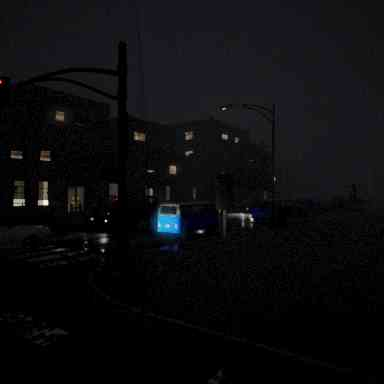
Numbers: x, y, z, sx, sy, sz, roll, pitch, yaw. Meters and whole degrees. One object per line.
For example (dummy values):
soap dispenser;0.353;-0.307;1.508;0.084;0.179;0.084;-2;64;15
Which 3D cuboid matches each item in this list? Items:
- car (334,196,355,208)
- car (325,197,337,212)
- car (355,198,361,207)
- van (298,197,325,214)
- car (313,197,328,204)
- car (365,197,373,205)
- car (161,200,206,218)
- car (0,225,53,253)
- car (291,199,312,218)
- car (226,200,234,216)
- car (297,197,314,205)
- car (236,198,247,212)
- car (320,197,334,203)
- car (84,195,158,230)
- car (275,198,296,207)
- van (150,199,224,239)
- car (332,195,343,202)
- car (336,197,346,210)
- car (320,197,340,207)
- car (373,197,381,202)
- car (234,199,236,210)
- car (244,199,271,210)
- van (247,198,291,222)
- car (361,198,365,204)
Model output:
car;22.114;1.497;49.288;2.192;1.841;5.009;0;0;35
car;15.858;1.671;40.393;1.752;1.417;4.829;0;0;35
car;25.290;1.517;53.805;2.192;1.841;5.009;0;0;35
van;12.584;1.469;35.737;1.690;1.788;3.998;0;0;35
car;27.875;1.729;72.050;1.752;1.417;4.829;0;0;35
car;34.818;1.810;67.354;1.887;1.381;4.507;0;0;35
car;-0.711;1.559;31.400;1.752;1.417;4.829;0;0;35
car;-7.699;1.624;12.166;4.718;1.301;1.895;0;0;-38
car;9.407;1.655;31.220;1.887;1.381;4.507;0;0;35
car;1.530;1.530;30.077;1.882;1.535;5.008;1;0;35
car;21.621;1.706;63.155;1.887;1.381;4.507;0;0;35
car;7.488;1.575;38.533;2.128;1.511;4.902;1;0;35
car;31.149;1.792;76.706;1.947;1.339;4.313;0;0;35
car;-4.281;1.248;21.814;2.150;2.045;5.566;1;0;35
car;15.268;1.666;54.122;1.887;1.381;4.507;0;0;35
van;-0.121;1.407;17.670;1.690;1.788;3.998;0;0;35
car;37.502;1.713;85.739;1.967;1.590;4.097;0;0;35
car;18.936;1.729;44.770;1.947;1.339;4.313;0;0;35
car;22.747;1.658;54.689;1.882;1.535;5.008;1;0;35
car;44.347;1.899;80.904;1.947;1.339;4.313;0;0;35
car;5.740;1.507;40.573;1.967;1.590;4.097;0;0;35
car;8.915;1.629;45.090;1.887;1.381;4.507;0;0;35
van;6.232;1.436;26.704;1.690;1.788;3.998;0;0;35
car;28.563;1.748;58.460;1.752;1.417;4.829;0;0;35
